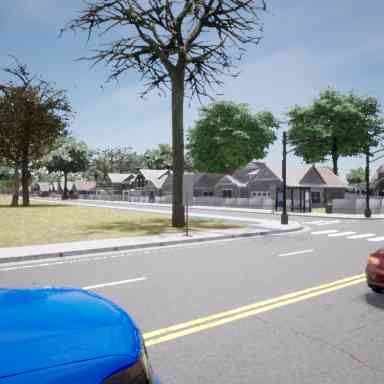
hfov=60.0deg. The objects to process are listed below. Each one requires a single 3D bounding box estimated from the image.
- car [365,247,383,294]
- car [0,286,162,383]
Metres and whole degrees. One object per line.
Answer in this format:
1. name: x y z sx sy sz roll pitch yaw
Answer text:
1. car: 5.704 1.525 7.486 4.674 1.442 1.812 0 0 -36
2. car: -2.770 1.222 1.466 5.566 2.045 2.150 0 0 -36
